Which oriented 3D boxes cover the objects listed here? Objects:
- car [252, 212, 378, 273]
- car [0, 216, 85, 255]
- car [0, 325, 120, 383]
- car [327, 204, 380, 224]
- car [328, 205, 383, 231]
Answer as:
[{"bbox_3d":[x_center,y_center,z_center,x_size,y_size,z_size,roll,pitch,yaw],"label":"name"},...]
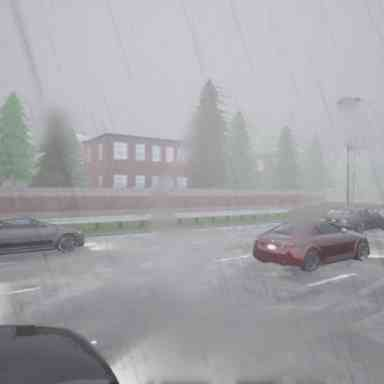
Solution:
[{"bbox_3d":[3.950,1.579,10.862,4.181,1.385,1.994,0,0,-36],"label":"car"},{"bbox_3d":[-6.166,1.566,12.244,4.181,1.385,1.994,0,0,-36],"label":"car"},{"bbox_3d":[-2.477,1.562,1.979,4.181,1.385,1.994,0,0,-36],"label":"car"},{"bbox_3d":[12.622,1.643,25.938,4.718,1.301,1.895,0,0,-39],"label":"car"},{"bbox_3d":[9.515,1.579,19.161,5.357,1.411,2.033,0,0,-36],"label":"car"}]
